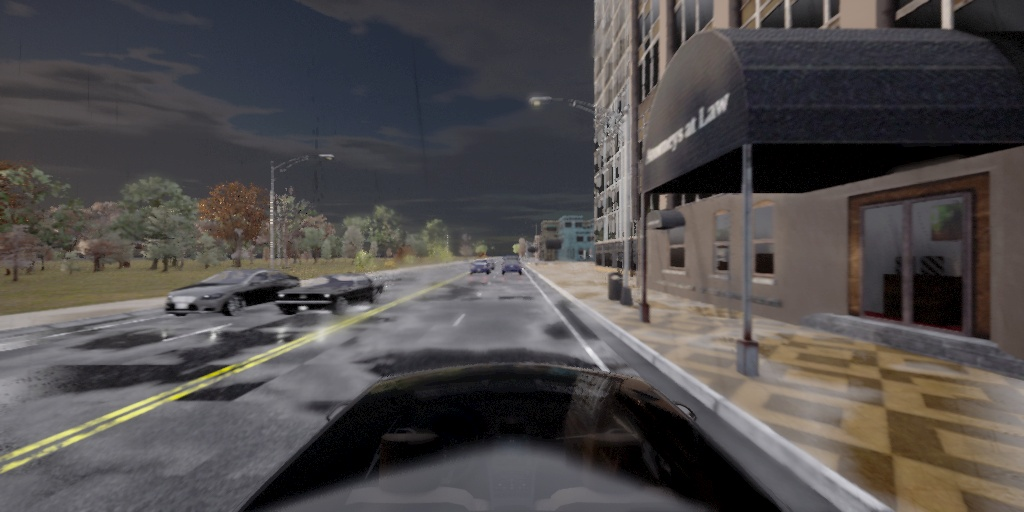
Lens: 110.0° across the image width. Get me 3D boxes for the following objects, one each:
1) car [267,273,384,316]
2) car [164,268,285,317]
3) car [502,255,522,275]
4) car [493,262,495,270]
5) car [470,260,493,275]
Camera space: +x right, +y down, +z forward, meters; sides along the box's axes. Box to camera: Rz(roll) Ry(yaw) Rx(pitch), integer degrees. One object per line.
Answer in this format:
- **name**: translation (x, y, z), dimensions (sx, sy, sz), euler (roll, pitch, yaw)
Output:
- **car**: translation (-6.524, 1.327, 13.425), dimensions (1.895, 1.301, 4.718), euler (0, 0, 0)
- **car**: translation (-9.779, 1.219, 13.091), dimensions (2.128, 1.511, 4.902), euler (0, 0, 1)
- **car**: translation (-0.009, 1.029, 37.630), dimensions (2.097, 1.767, 4.553), euler (0, 0, 0)
- **car**: translation (-3.254, 1.201, 48.591), dimensions (2.033, 1.411, 5.357), euler (0, 0, 0)
- **car**: translation (-3.259, 1.202, 37.659), dimensions (1.812, 1.442, 4.674), euler (0, 0, 0)
